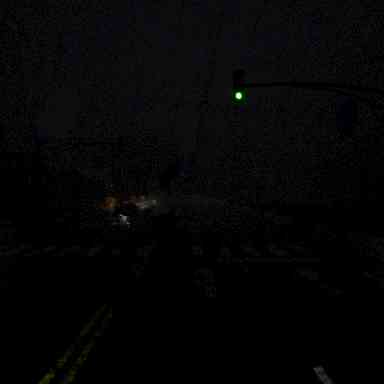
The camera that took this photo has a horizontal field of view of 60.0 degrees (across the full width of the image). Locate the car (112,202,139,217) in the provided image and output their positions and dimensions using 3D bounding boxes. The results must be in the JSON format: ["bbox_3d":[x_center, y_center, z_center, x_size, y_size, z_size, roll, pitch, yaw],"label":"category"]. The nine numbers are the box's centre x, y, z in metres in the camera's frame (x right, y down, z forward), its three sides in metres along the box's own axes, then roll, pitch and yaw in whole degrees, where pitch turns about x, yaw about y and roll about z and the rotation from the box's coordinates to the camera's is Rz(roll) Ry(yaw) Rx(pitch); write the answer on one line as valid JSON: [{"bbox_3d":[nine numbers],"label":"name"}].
[{"bbox_3d":[-6.520,1.756,33.292,2.033,1.411,5.357,0,0,0],"label":"car"}]
